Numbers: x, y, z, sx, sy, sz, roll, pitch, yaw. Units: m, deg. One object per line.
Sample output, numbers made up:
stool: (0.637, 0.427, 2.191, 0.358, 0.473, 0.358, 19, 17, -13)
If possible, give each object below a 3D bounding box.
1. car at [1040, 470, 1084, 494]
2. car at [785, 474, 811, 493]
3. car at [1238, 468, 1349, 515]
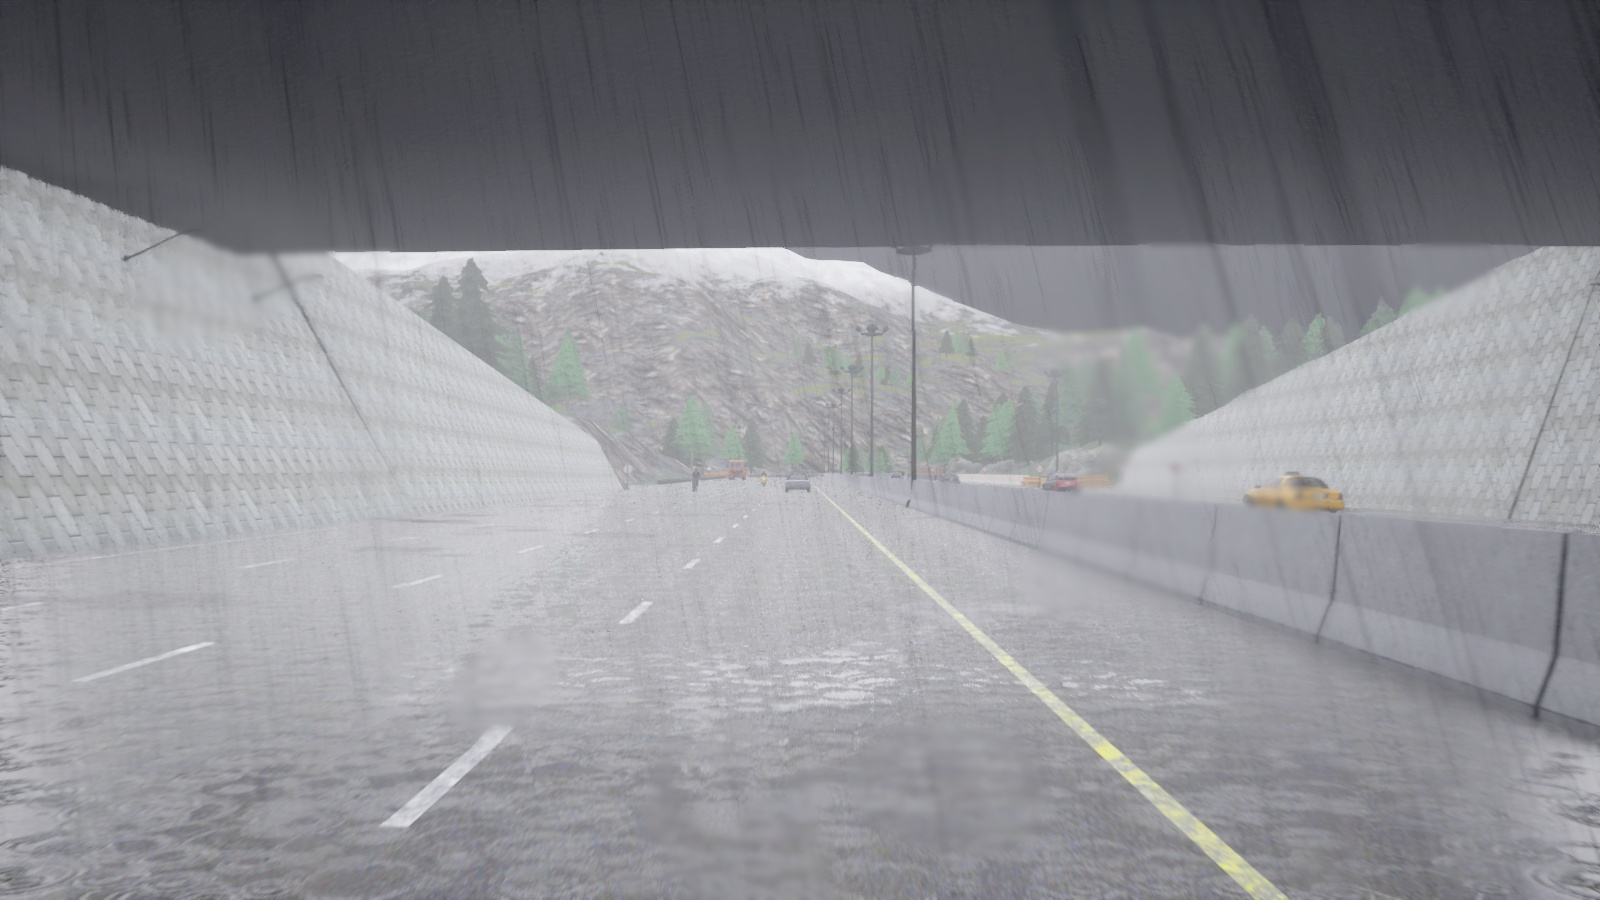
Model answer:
car: (17.364, 2.089, 83.451, 2.007, 1.525, 4.514, 0, -1, 0)
car: (-0.147, 2.468, 92.749, 1.895, 1.301, 4.718, 0, -1, 0)
car: (17.415, 1.431, 44.617, 1.801, 1.575, 5.366, 0, -1, 0)
